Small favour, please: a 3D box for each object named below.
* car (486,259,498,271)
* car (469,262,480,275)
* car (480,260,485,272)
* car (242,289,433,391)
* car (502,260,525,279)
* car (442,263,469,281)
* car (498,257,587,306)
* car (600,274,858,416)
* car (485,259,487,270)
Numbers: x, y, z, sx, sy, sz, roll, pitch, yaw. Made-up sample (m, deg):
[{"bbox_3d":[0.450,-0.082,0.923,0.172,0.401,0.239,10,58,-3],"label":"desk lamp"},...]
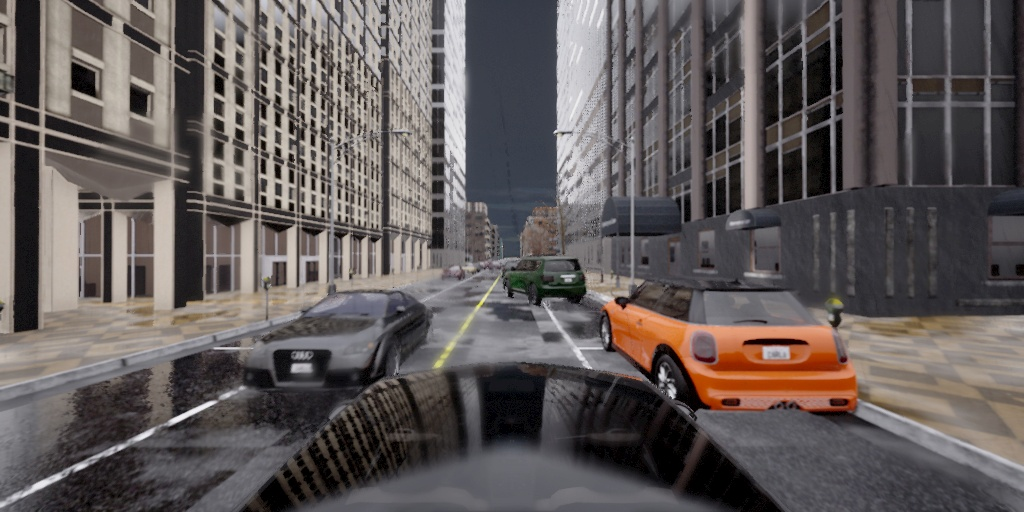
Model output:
[{"bbox_3d":[-2.732,1.597,57.728,1.812,1.442,4.674,0,0,1],"label":"car"},{"bbox_3d":[-5.268,1.519,43.612,1.751,1.417,4.829,0,0,0],"label":"car"},{"bbox_3d":[-5.262,1.591,49.330,1.948,1.339,4.313,0,0,0],"label":"car"},{"bbox_3d":[-2.844,1.344,6.846,1.994,1.385,4.181,0,0,0],"label":"car"},{"bbox_3d":[0.124,1.299,35.636,2.097,1.767,4.553,0,0,0],"label":"car"},{"bbox_3d":[-5.281,1.513,32.687,1.802,1.307,4.207,0,0,0],"label":"car"},{"bbox_3d":[1.332,1.060,16.686,2.150,2.045,5.566,-1,0,-19],"label":"car"},{"bbox_3d":[2.993,1.129,6.183,2.097,1.767,4.553,0,0,0],"label":"car"},{"bbox_3d":[-5.250,1.669,60.425,1.802,1.307,4.207,0,0,0],"label":"car"}]
